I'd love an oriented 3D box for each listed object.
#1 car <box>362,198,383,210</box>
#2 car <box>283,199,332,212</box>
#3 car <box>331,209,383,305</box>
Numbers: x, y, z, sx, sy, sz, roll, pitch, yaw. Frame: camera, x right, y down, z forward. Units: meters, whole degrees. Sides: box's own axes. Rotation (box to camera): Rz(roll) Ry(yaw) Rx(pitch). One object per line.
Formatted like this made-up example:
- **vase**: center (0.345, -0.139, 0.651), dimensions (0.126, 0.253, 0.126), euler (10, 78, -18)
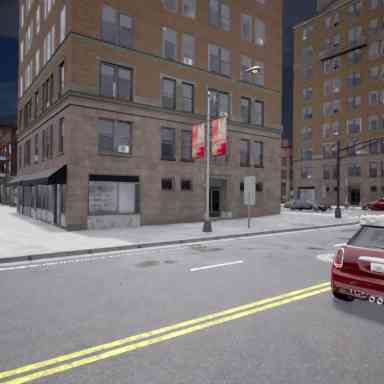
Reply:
- **car**: center (21.581, 1.386, 37.103), dimensions (2.097, 1.767, 4.553), euler (1, -1, -45)
- **car**: center (12.897, 1.470, 37.465), dimensions (2.033, 1.411, 5.357), euler (1, 0, -36)
- **car**: center (5.017, 1.355, 7.105), dimensions (4.553, 1.767, 2.097), euler (0, 0, -36)
